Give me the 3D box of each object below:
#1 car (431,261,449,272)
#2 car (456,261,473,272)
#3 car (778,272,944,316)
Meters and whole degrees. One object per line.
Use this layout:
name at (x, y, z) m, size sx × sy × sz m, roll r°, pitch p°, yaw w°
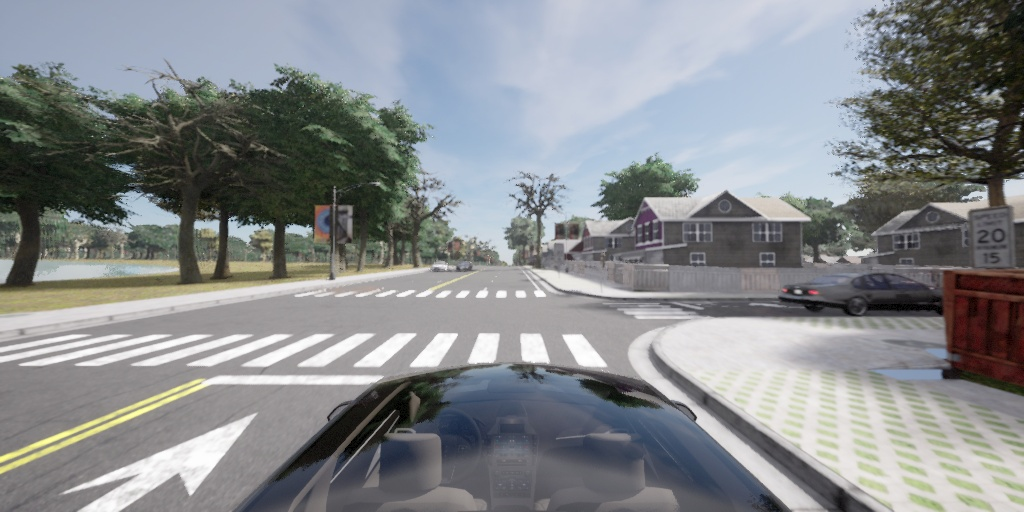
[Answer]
car at (-9.813, 1.459, 49.055) m, size 1.812 × 1.442 × 4.674 m, roll 0°, pitch -1°, yaw 0°
car at (-6.561, 1.431, 49.558) m, size 2.128 × 1.511 × 4.902 m, roll 0°, pitch -1°, yaw 0°
car at (12.246, 1.267, 12.248) m, size 5.357 × 1.411 × 2.033 m, roll 0°, pitch -2°, yaw 0°
